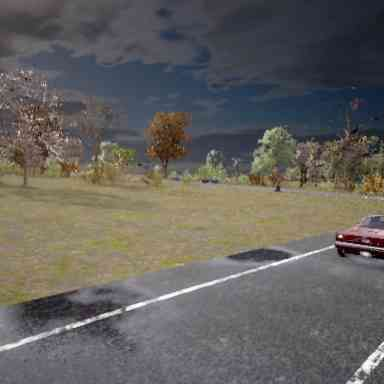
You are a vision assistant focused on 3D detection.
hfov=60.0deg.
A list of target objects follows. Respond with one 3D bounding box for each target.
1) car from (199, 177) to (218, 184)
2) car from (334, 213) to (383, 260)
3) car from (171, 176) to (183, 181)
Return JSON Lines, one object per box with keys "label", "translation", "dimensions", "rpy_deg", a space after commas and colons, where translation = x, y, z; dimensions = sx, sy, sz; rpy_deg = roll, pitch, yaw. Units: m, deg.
{"label": "car", "translation": [3.645, -2.542, 73.545], "dimensions": [4.892, 1.490, 1.837], "rpy_deg": [6, 4, 44]}
{"label": "car", "translation": [6.379, 1.408, 10.793], "dimensions": [1.895, 1.301, 4.718], "rpy_deg": [3, 3, 45]}
{"label": "car", "translation": [-3.170, -3.297, 80.262], "dimensions": [4.181, 1.385, 1.994], "rpy_deg": [6, 4, 44]}
